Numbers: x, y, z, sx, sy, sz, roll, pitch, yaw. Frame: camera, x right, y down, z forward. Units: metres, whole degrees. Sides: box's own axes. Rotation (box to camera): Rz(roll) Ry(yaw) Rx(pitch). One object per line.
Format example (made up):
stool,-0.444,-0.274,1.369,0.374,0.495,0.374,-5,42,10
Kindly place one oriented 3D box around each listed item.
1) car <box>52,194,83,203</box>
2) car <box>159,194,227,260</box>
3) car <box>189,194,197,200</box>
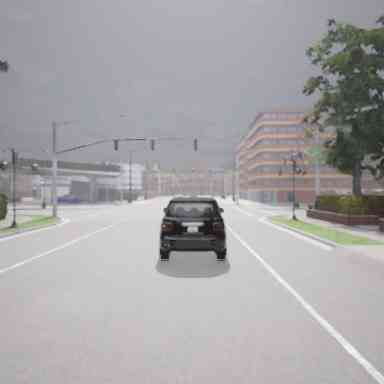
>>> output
car,-23.299,1.283,61.374,4.611,1.667,2.242,0,0,1
car,0.059,1.216,12.501,2.150,2.045,5.566,0,0,1
car,0.229,1.356,91.478,2.128,1.511,4.902,0,0,0
